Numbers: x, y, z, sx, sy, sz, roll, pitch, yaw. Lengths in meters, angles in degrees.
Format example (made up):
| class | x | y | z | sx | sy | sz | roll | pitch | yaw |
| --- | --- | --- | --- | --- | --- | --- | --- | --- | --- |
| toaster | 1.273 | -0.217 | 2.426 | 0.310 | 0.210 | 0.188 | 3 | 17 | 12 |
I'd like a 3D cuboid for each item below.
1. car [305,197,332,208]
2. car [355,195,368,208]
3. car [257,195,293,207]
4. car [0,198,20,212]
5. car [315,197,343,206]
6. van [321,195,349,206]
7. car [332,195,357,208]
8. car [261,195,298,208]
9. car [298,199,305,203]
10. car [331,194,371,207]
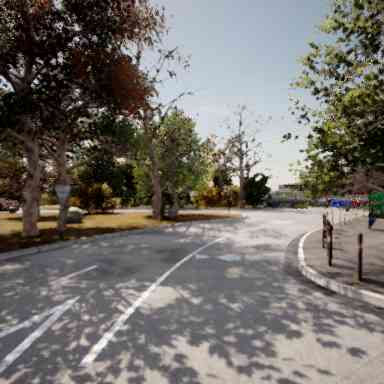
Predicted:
| class | x | y | z | sx | sy | sz | roll | pitch | yaw |
| --- | --- | --- | --- | --- | --- | --- | --- | --- | --- |
| car | 19.178 | 1.693 | 50.634 | 1.812 | 1.442 | 4.674 | 0 | -1 | 2 |
| car | 26.482 | 1.662 | 52.641 | 5.008 | 1.535 | 2.097 | 0 | -1 | 1 |
| car | 14.290 | 1.549 | 57.355 | 5.566 | 2.045 | 2.435 | 0 | -1 | 1 |
| car | -23.798 | 1.577 | 42.419 | 4.553 | 1.767 | 2.097 | 0 | 0 | 42 |
| car | 26.605 | 1.839 | 64.785 | 4.553 | 1.767 | 2.185 | 0 | -2 | 1 |
| van | 26.477 | 1.652 | 61.754 | 4.442 | 1.987 | 1.878 | 0 | -2 | 1 |
| car | 22.404 | 1.622 | 49.997 | 1.882 | 1.535 | 5.008 | 0 | -1 | 4 |
| car | 14.242 | 1.742 | 54.558 | 4.892 | 1.521 | 2.231 | 0 | -1 | 1 |
| car | 22.539 | 2.182 | 71.087 | 1.882 | 1.535 | 5.008 | 0 | -2 | -32 |
| car | 26.485 | 1.469 | 55.563 | 5.566 | 2.045 | 2.435 | 0 | -1 | 1 |
